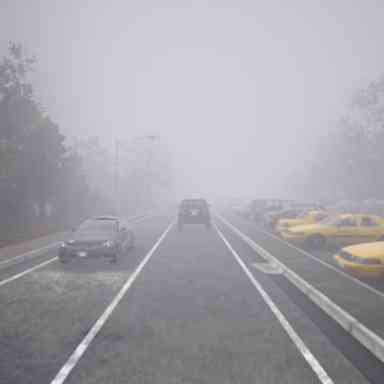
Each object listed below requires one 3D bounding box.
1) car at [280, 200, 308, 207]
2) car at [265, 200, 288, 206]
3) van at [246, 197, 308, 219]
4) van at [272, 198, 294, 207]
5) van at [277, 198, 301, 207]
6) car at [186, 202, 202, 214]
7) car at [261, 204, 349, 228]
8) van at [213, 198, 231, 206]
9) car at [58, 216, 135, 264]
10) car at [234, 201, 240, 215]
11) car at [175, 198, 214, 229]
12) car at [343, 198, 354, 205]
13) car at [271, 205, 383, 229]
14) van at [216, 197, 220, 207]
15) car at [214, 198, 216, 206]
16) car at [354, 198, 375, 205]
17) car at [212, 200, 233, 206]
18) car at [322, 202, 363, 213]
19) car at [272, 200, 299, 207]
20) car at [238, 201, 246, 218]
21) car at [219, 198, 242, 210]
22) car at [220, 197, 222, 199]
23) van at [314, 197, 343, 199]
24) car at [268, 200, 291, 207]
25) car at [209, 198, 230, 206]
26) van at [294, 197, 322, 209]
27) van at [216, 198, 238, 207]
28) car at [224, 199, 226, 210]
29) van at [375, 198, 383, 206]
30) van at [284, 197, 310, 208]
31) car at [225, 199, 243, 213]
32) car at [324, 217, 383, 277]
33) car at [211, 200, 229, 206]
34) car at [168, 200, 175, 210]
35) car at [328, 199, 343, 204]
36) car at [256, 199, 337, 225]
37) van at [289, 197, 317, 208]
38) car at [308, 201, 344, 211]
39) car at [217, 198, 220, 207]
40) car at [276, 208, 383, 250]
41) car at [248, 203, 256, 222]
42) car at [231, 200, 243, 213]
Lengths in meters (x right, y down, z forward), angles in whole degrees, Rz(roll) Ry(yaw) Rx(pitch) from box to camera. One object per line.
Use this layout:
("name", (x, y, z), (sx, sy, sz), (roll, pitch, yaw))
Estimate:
("car", (20.443, 2.328, 67.003), (5.008, 1.535, 2.097), (0, -2, 0))
("car", (20.540, 2.736, 80.847), (5.008, 1.535, 2.097), (0, -2, 0))
("van", (7.175, 1.564, 28.421), (4.442, 1.987, 1.878), (0, -1, 0))
("van", (20.619, 2.347, 75.315), (4.442, 1.987, 1.878), (0, -2, 0))
("van", (20.342, 2.184, 69.780), (4.442, 1.987, 1.878), (0, -2, 0))
("car", (0.244, 2.041, 42.475), (1.994, 1.385, 4.181), (0, -1, 0))
("car", (6.988, 1.687, 20.090), (4.892, 1.521, 2.231), (0, 0, 0))
("van", (7.605, 2.606, 83.916), (4.442, 1.987, 1.878), (0, -2, 0))
("car", (-3.332, 1.652, 12.445), (1.812, 1.442, 4.674), (0, -1, 0))
("car", (7.072, 1.894, 33.970), (4.792, 1.488, 2.163), (0, -1, 0))
("car", (0.150, 1.468, 23.516), (2.150, 2.045, 5.566), (0, -1, 0))
("car", (20.173, 1.641, 36.557), (5.566, 2.045, 2.435), (0, -1, 0))
("car", (7.158, 1.658, 17.322), (5.366, 1.575, 1.946), (0, 0, 0))
("van", (7.200, 2.011, 61.733), (4.442, 1.987, 1.878), (0, -1, 0))
("car", (7.366, 2.023, 64.508), (5.566, 2.045, 2.435), (0, -1, 0))
("car", (20.152, 1.604, 33.787), (5.566, 2.045, 2.435), (0, -1, 0))
("car", (7.473, 2.750, 81.135), (5.008, 1.535, 2.097), (0, -2, 0))
("car", (20.270, 2.046, 44.988), (4.674, 1.452, 2.002), (0, -1, 0))
("car", (20.296, 2.488, 72.540), (5.366, 1.575, 1.946), (0, -2, 0))
("car", (7.051, 1.856, 31.194), (4.792, 1.488, 2.163), (0, -1, 0))
("car", (7.023, 2.047, 47.851), (5.366, 1.575, 1.946), (0, -1, 0))
("car", (7.221, 1.999, 53.403), (4.553, 1.767, 2.185), (0, -1, 0))
("van", (20.405, 1.817, 47.761), (4.442, 1.987, 1.878), (0, -1, 0))
("car", (20.518, 2.656, 78.078), (4.892, 1.521, 2.231), (0, -2, 0))
("car", (7.525, 2.826, 92.242), (5.566, 2.045, 2.435), (0, -2, 0))
("van", (20.491, 1.965, 58.841), (4.442, 1.987, 1.878), (0, -1, 0))
("van", (7.264, 2.196, 70.043), (4.442, 1.987, 1.878), (0, -2, 0))
("car", (7.181, 2.014, 45.074), (4.892, 1.521, 2.231), (0, -1, 0))
("van", (20.042, 1.592, 31.019), (4.442, 1.987, 1.878), (0, -1, 0))
("van", (20.301, 2.040, 64.390), (4.442, 1.987, 1.878), (0, -1, 0))
("car", (6.959, 1.936, 39.524), (5.366, 1.575, 1.946), (0, -1, 0))
("car", (6.722, 1.611, 8.999), (5.366, 1.575, 1.946), (0, 0, 0))
("car", (7.561, 3.025, 89.458), (4.792, 1.488, 2.163), (0, -2, 0))
("car", (-3.075, 2.193, 56.840), (2.128, 1.511, 4.902), (0, -1, 1))
("car", (20.239, 1.966, 42.095), (5.008, 1.535, 2.097), (0, -1, 0))
("car", (7.047, 1.592, 22.871), (4.553, 1.767, 2.185), (0, -1, 0))
("van", (20.511, 2.001, 61.486), (4.442, 1.987, 1.878), (0, -1, 0))
("car", (20.307, 2.118, 50.403), (4.674, 1.452, 2.002), (0, -1, 0))
("car", (7.268, 2.162, 56.177), (5.008, 1.535, 2.097), (0, -1, 0))
("car", (6.766, 1.640, 14.672), (5.366, 1.575, 1.946), (0, 0, 0))
("car", (7.066, 1.782, 25.642), (4.792, 1.488, 2.163), (0, -1, 0))
("car", (7.094, 1.931, 36.746), (4.792, 1.488, 2.163), (0, -1, 0))
